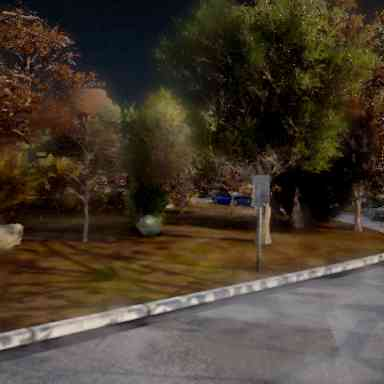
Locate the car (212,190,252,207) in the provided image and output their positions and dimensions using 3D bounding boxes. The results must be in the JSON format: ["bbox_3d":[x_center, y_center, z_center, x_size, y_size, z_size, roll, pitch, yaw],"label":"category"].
[{"bbox_3d":[4.107,0.623,34.570,1.882,1.535,5.008,2,1,-35],"label":"car"}]

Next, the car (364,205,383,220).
[{"bbox_3d":[14.827,1.469,24.281,1.994,1.385,4.181,2,1,-23],"label":"car"}]
